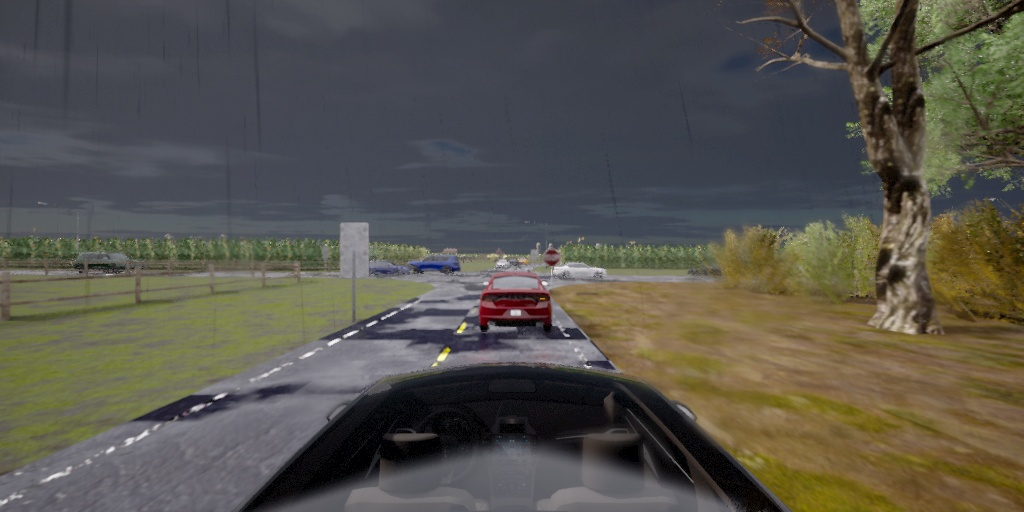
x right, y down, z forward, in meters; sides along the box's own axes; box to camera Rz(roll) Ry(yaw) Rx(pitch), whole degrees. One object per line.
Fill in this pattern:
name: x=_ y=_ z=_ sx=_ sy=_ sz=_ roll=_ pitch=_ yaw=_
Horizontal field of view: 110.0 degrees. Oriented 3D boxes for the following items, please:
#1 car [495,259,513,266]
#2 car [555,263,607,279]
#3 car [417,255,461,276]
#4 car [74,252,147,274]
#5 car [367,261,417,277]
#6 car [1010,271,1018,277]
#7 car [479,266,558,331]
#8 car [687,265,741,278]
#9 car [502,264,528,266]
car: x=-1.356 y=1.270 z=55.423 sx=1.812 sy=1.442 sz=4.674 roll=0 pitch=0 yaw=6
car: x=6.121 y=1.307 z=32.165 sx=4.674 sy=1.442 sz=1.812 roll=0 pitch=0 yaw=4
car: x=-8.011 y=0.916 z=36.845 sx=5.566 sy=2.045 sz=2.150 roll=0 pitch=0 yaw=3
car: x=-38.707 y=0.687 z=34.597 sx=5.566 sy=2.045 sz=2.150 roll=0 pitch=0 yaw=3
car: x=-11.691 y=1.187 z=33.348 sx=4.674 sy=1.442 sz=1.812 roll=0 pitch=0 yaw=3
car: x=47.527 y=1.640 z=31.651 sx=4.718 sy=1.301 sz=1.895 roll=0 pitch=0 yaw=8
car: x=0.101 y=1.224 z=11.002 sx=1.882 sy=1.535 sz=5.008 roll=0 pitch=0 yaw=0
car: x=19.631 y=1.474 z=34.736 sx=4.718 sy=1.301 sz=1.895 roll=0 pitch=0 yaw=5
car: x=0.392 y=1.343 z=20.506 sx=1.895 sy=1.301 sz=4.718 roll=0 pitch=0 yaw=7
